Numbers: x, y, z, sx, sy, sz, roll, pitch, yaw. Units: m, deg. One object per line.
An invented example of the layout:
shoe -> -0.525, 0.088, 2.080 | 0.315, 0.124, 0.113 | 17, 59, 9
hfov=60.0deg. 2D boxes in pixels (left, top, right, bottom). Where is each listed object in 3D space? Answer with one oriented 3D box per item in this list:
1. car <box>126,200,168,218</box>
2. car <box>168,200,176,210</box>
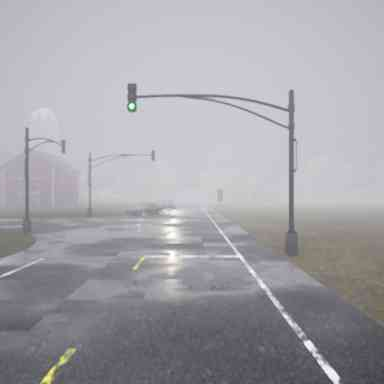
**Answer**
car -> -4.671, 1.779, 33.431 | 1.882, 1.535, 5.008 | 2, 1, 24
car -> -3.439, 1.878, 49.635 | 1.882, 1.535, 5.008 | 0, 0, 0
